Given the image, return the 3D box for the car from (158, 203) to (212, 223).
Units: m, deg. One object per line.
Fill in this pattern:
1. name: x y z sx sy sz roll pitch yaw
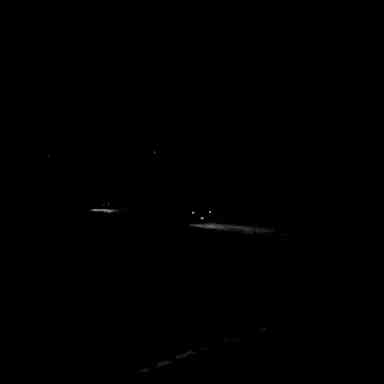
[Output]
1. car: -0.569 1.462 24.613 1.895 1.301 4.718 0 0 -35

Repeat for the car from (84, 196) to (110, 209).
1. car: -11.516 1.235 40.087 1.837 1.490 4.892 0 0 -35
